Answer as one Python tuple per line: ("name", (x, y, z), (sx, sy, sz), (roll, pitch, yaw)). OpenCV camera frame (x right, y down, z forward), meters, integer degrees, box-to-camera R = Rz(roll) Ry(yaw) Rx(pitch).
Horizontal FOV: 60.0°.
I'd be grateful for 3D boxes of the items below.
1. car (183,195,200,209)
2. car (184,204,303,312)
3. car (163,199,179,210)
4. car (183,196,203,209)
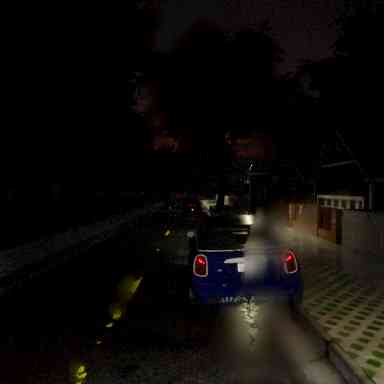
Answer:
("car", (-0.033, 1.379, 45.943), (2.097, 1.767, 4.553), (0, 0, 2))
("car", (0.942, 1.320, 7.878), (2.097, 1.767, 4.553), (-2, 0, 0))
("car", (-2.681, 1.575, 43.093), (2.033, 1.411, 5.357), (0, 0, 0))
("car", (0.085, 1.530, 35.980), (1.837, 1.490, 4.892), (0, 0, 1))
